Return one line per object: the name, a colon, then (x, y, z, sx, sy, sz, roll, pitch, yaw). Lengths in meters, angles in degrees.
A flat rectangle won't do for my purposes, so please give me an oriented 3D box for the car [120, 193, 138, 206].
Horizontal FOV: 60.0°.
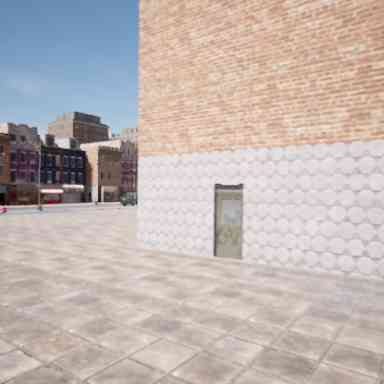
car: (-8.506, 1.185, 51.398, 2.150, 2.045, 5.566, 1, 1, 36)
